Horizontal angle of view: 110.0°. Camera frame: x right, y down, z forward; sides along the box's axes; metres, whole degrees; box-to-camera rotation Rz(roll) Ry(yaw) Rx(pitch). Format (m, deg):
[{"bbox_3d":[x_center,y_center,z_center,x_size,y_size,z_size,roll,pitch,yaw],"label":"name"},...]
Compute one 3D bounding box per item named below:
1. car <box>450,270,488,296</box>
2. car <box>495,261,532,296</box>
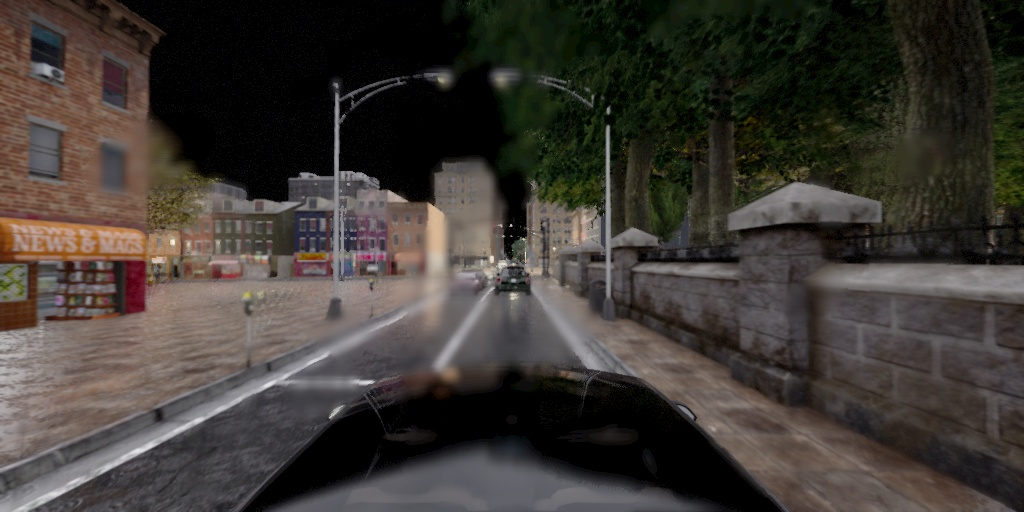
[{"bbox_3d":[-2.632,1.615,21.602,1.802,1.307,4.207,0,0,0],"label":"car"},{"bbox_3d":[0.079,1.387,21.728,2.097,1.767,4.553,0,-1,0],"label":"car"}]
